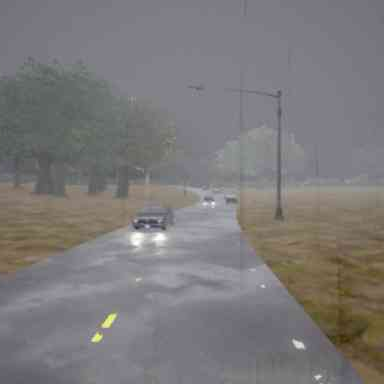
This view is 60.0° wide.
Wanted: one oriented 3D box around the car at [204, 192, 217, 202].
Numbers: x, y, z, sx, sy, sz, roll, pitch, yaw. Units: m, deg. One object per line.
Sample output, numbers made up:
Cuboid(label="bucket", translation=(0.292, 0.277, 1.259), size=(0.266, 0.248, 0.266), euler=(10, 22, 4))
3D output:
Cuboid(label="car", translation=(3.166, 1.149, 61.229), size=(1.895, 1.301, 4.718), euler=(0, 1, 6))

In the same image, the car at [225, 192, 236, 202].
Cuboid(label="car", translation=(7.328, 0.911, 64.258), size=(1.801, 1.575, 5.366), euler=(-2, 2, 4))

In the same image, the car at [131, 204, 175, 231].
Cuboid(label="car", translation=(-2.163, 1.441, 20.323), size=(2.033, 1.411, 5.357), euler=(0, 0, 5))

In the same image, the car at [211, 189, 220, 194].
Cuboid(label="car", translation=(6.530, -0.155, 89.347), size=(1.812, 1.442, 4.674), euler=(0, 3, -5))

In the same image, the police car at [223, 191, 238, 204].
Cuboid(label="police car", translation=(6.426, 1.115, 54.115), size=(1.930, 1.638, 5.238), euler=(0, 1, 7))
